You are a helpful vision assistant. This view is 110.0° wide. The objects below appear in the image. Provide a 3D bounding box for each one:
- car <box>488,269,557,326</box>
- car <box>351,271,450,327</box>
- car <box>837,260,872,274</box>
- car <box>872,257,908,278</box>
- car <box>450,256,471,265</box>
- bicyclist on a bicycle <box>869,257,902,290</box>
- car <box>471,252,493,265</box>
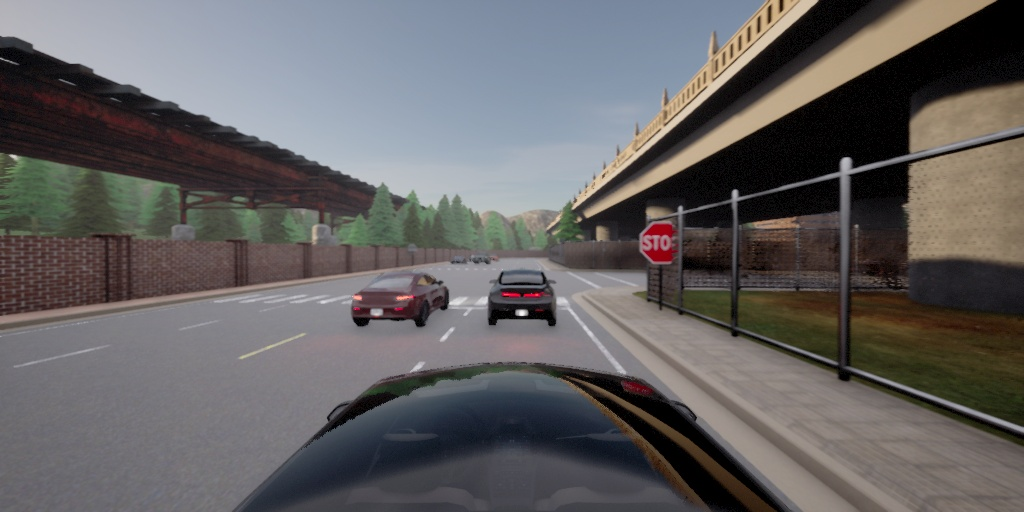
[{"bbox_3d":[0.326,1.146,11.132,1.837,1.490,4.892,0,0,2],"label":"car"},{"bbox_3d":[-3.182,1.166,10.933,1.812,1.442,4.674,0,0,2],"label":"car"},{"bbox_3d":[32.001,1.031,32.417,4.181,1.385,1.994,0,1,2],"label":"car"},{"bbox_3d":[32.614,0.860,28.890,4.553,1.767,2.097,0,1,2],"label":"car"},{"bbox_3d":[-8.246,0.670,56.046,2.033,1.411,5.357,0,1,3],"label":"car"},{"bbox_3d":[19.122,0.901,18.378,0.582,1.620,1.656,0,0,2],"label":"bicyclist on a bicycle"},{"bbox_3d":[-4.714,0.345,56.662,2.150,2.045,5.566,0,1,3],"label":"car"}]
